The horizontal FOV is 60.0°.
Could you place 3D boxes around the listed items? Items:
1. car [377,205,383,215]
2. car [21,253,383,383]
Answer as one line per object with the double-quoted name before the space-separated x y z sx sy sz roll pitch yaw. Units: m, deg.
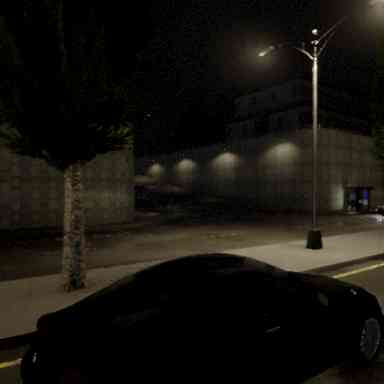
"car" 19.997 1.548 32.393 4.718 1.301 1.895 0 0 -35
"car" 0.516 1.522 4.115 4.674 1.442 1.812 0 0 -36
